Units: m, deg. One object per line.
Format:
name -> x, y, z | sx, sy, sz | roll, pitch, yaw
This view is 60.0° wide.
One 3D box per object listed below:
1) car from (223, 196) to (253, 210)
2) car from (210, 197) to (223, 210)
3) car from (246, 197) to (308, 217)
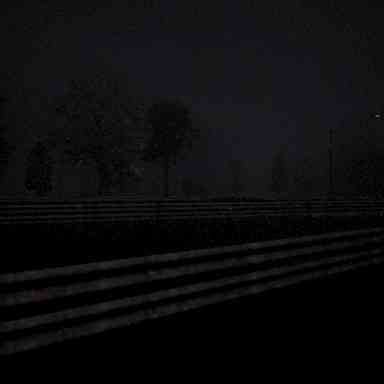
car -> 5.554, 1.173, 29.639 | 4.892, 1.490, 1.837 | 0, 0, -22
car -> 4.047, 1.174, 32.802 | 4.892, 1.490, 1.837 | 0, 0, -22
car -> 7.074, 1.274, 26.501 | 4.718, 1.301, 1.895 | 0, 0, -22
